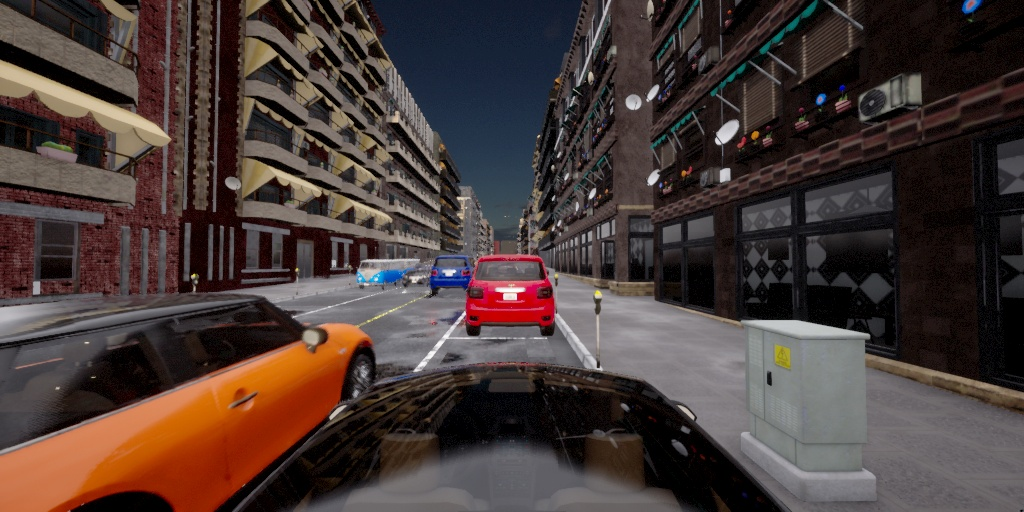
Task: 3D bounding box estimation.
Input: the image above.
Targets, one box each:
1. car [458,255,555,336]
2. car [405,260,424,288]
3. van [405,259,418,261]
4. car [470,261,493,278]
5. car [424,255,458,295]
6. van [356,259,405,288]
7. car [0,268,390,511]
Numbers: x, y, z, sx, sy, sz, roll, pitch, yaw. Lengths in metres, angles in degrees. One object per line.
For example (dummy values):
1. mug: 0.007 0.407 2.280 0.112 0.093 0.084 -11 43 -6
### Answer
1. car: -0.040 0.983 10.533 2.150 2.045 5.566 0 0 0
2. car: -5.869 1.261 24.055 2.128 1.511 4.902 0 0 0
3. van: -8.336 1.118 28.134 1.690 1.789 3.998 0 0 0
4. car: -2.926 1.270 35.624 1.882 1.535 5.008 0 0 0
5. car: -3.018 0.985 19.906 2.150 2.045 5.566 0 0 0
6. van: -8.335 1.108 22.603 1.690 1.789 3.998 0 0 0
7. car: -2.928 1.102 3.127 2.097 1.767 4.553 0 0 0
